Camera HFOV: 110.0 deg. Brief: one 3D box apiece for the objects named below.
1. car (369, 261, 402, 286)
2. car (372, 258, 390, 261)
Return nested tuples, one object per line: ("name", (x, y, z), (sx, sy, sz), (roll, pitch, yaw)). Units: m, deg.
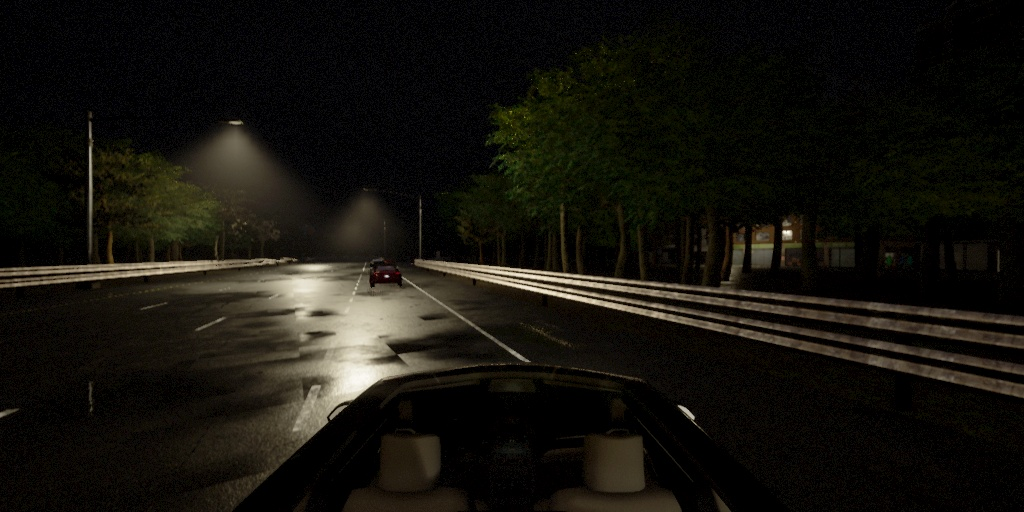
("car", (-8.675, 1.251, 24.517), (1.994, 1.385, 4.181), (0, 0, -22))
("car", (-17.002, 1.119, 45.570), (2.128, 1.511, 4.902), (0, 0, -21))
